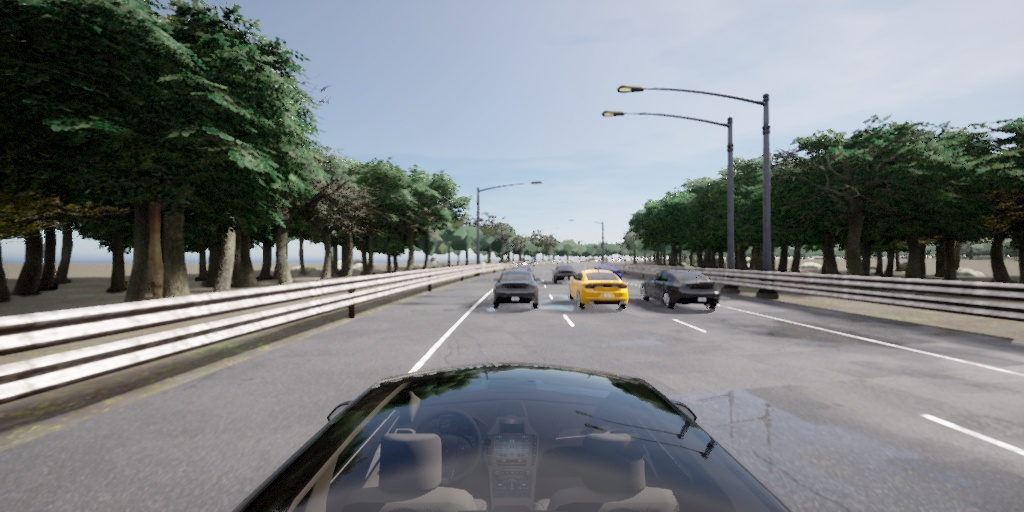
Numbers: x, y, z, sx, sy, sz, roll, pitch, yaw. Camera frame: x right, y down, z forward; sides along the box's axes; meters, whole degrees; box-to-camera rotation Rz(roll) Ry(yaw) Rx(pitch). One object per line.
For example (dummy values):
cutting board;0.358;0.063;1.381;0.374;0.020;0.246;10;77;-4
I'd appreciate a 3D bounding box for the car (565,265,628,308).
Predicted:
car;3.713;1.364;16.095;1.882;1.535;5.008;0;0;2

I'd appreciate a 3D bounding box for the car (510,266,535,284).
car;0.958;1.587;30.941;1.994;1.385;4.181;0;0;4

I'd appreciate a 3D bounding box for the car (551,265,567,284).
car;4.452;1.529;30.722;1.837;1.490;4.892;0;0;4

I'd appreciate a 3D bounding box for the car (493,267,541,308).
car;0.208;1.392;16.037;1.837;1.490;4.892;0;0;2

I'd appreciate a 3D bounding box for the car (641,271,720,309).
car;7.204;1.392;15.821;1.837;1.490;4.892;0;0;2
